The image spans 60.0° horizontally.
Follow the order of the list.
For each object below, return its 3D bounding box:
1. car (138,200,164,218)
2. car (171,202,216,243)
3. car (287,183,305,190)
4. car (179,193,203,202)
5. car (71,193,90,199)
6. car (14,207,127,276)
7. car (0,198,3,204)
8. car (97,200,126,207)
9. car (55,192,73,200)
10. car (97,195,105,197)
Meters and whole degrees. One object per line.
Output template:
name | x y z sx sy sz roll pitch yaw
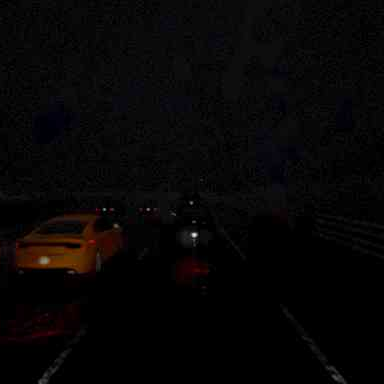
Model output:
car | -3.520 1.440 29.061 2.033 1.411 5.357 0 0 -1
car | 0.089 1.442 15.679 1.837 1.490 4.892 0 0 0
car | 25.085 -1.221 80.351 2.150 2.045 5.566 0 -4 -14
car | -0.110 1.100 33.388 2.150 2.045 5.566 0 0 -1
car | -22.035 1.262 67.049 2.033 1.411 5.357 0 0 -1
car | -3.414 1.435 10.184 1.882 1.535 5.008 0 0 0
car | -17.685 1.118 27.059 2.150 2.045 5.566 0 0 -1
car | -7.019 1.440 29.019 2.033 1.411 5.357 0 0 -1
car | -25.533 0.947 66.931 2.150 2.045 5.566 0 0 -1
car | -18.546 1.313 67.523 1.895 1.301 4.718 0 0 -1
